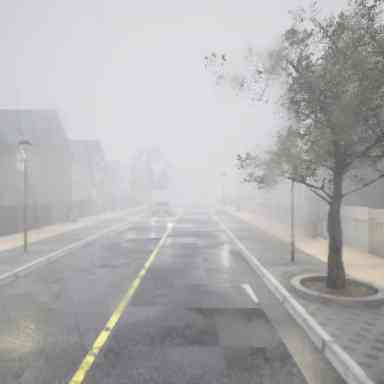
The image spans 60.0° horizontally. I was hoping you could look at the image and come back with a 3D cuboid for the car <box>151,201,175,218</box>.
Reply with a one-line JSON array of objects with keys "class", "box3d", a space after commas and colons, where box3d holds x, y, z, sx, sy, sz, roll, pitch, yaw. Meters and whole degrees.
[{"class": "car", "box3d": [-2.770, 1.592, 31.643, 1.812, 1.442, 4.674, 0, 0, 0]}]
